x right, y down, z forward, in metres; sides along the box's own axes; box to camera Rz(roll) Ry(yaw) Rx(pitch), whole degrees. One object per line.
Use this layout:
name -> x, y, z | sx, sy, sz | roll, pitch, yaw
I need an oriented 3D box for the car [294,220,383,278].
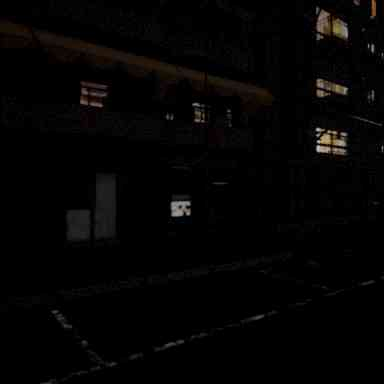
car -> 4.992, 1.554, 10.134 | 4.313, 1.339, 1.947 | 0, 0, -36
